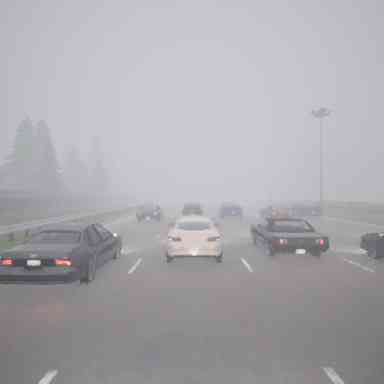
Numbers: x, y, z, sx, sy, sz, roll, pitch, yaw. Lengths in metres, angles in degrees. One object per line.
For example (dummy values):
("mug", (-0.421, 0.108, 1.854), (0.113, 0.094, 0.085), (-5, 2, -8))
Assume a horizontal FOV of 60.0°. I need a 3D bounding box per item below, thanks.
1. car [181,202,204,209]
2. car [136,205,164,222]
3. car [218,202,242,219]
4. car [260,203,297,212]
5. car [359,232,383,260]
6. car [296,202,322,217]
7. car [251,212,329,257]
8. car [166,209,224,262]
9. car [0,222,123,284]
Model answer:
("car", (0.043, 1.661, 29.874), (1.837, 1.490, 4.892), (0, 0, 0))
("car", (-3.455, 1.748, 28.208), (1.895, 1.301, 4.718), (0, 0, 0))
("car", (3.542, 1.640, 31.373), (1.882, 1.535, 5.008), (0, 0, 0))
("car", (7.045, 1.747, 28.236), (1.895, 1.301, 4.718), (0, 0, 0))
("car", (7.069, 1.598, 9.758), (2.033, 1.411, 5.357), (0, 0, 0))
("car", (10.542, 1.640, 31.395), (1.882, 1.535, 5.008), (0, 0, 0))
("car", (3.571, 1.669, 13.129), (1.895, 1.301, 4.718), (0, 0, 0))
("car", (0.067, 1.590, 12.273), (1.812, 1.442, 4.674), (0, 0, 0))
("car", (-3.431, 1.599, 9.741), (2.033, 1.411, 5.357), (0, 0, 0))
